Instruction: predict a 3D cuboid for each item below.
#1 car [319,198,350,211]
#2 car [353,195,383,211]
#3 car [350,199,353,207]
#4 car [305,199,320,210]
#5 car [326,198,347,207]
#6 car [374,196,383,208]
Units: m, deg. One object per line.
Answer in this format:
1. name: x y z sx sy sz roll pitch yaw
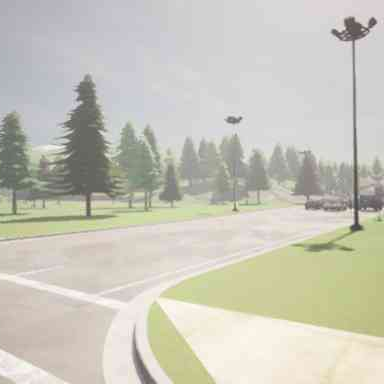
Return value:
1. car: 18.479 1.807 42.998 1.895 1.301 4.718 -1 -1 38
2. car: 22.928 1.376 42.975 2.150 2.045 5.566 -1 -1 38
3. car: 24.729 1.763 51.215 2.033 1.411 5.357 -1 -1 38
4. car: 17.722 1.751 47.679 2.128 1.511 4.902 -1 -1 38
5. car: 24.696 1.760 56.758 2.128 1.511 4.902 -1 -1 38
6. car: 30.451 1.520 52.763 2.097 1.767 4.553 -1 -1 38
